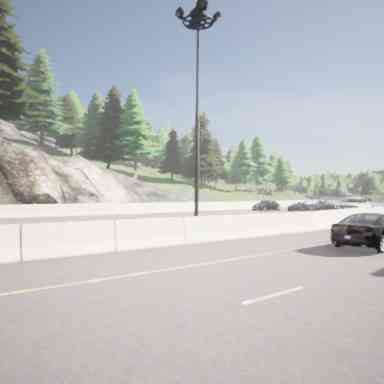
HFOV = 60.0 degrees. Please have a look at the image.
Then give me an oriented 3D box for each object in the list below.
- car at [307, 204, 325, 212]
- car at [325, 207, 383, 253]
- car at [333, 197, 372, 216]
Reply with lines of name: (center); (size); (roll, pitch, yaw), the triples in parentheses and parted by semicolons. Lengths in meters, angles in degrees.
car: (16.075, 1.894, 41.454); (4.902, 1.511, 2.128); (0, 0, -42)
car: (7.998, 1.639, 14.622); (5.008, 1.535, 1.882); (0, 0, -40)
car: (18.859, 1.628, 38.940); (5.566, 2.045, 2.150); (0, 1, -42)
